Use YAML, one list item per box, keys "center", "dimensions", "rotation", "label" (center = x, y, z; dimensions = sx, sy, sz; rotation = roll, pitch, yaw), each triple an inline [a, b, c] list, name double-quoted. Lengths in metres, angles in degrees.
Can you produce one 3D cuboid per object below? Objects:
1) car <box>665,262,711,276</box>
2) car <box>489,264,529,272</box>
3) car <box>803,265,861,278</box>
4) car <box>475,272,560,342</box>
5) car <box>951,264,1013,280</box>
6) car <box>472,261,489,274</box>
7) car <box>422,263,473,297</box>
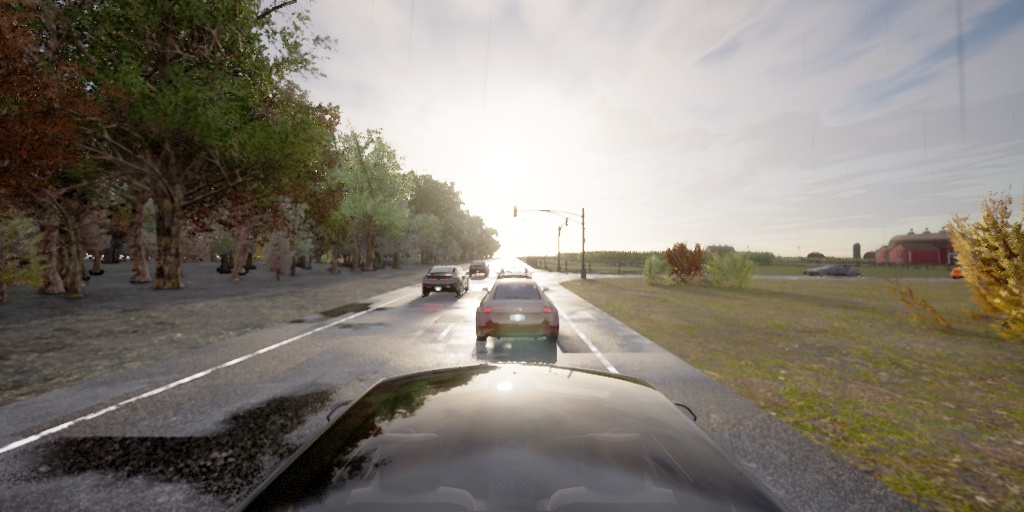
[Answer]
- center: [20.133, 1.485, 41.037]
  dimensions: [5.008, 1.535, 1.882]
  rotation: [1, -1, 0]
  label: "car"
- center: [0.116, 1.237, 18.711]
  dimensions: [2.128, 1.511, 4.902]
  rotation: [0, 0, 0]
  label: "car"
- center: [36.505, 1.733, 40.944]
  dimensions: [5.357, 1.411, 2.033]
  rotation: [1, -1, 0]
  label: "car"
- center: [0.110, 1.312, 9.812]
  dimensions: [1.994, 1.385, 4.181]
  rotation: [0, 0, 0]
  label: "car"
- center: [48.937, 1.616, 37.285]
  dimensions: [4.553, 1.767, 2.097]
  rotation: [1, -1, 0]
  label: "car"
- center: [-3.367, 1.246, 37.374]
  dimensions: [1.837, 1.490, 4.892]
  rotation: [0, 1, 0]
  label: "car"
- center: [-3.383, 1.250, 18.860]
  dimensions: [1.837, 1.490, 4.892]
  rotation: [0, 0, 0]
  label: "car"
